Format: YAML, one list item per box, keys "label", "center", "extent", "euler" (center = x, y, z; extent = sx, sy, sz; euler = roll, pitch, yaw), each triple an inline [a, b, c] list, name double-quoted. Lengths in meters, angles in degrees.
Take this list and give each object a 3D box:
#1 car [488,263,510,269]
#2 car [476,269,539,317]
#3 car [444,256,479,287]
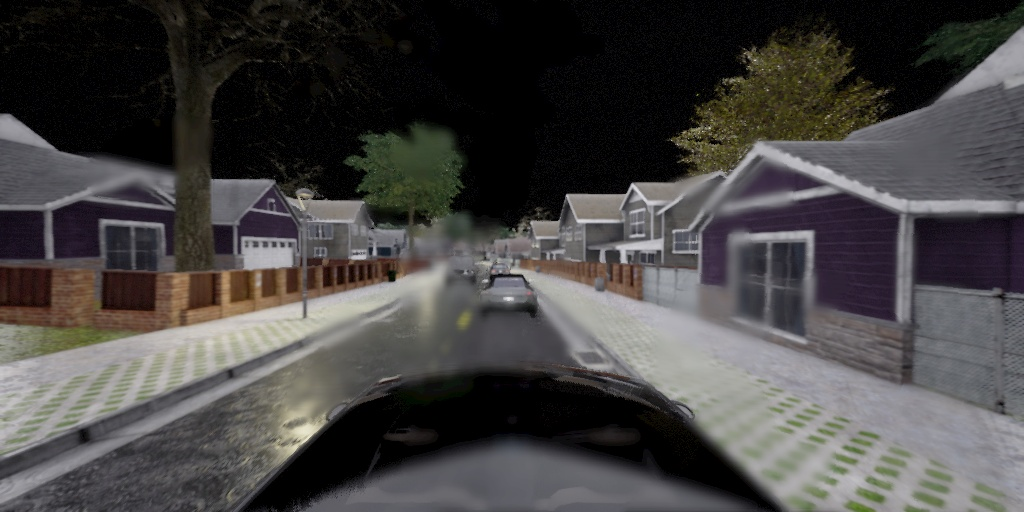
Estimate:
- label: "car"
  center: [-1.167, 1.391, 33.087]
  extent: [2.033, 1.411, 5.357]
  euler: [0, 0, -4]
- label: "car"
  center: [-0.126, 1.347, 13.430]
  extent: [1.994, 1.385, 4.181]
  euler: [0, 0, -1]
- label: "car"
  center: [-3.555, 1.051, 25.952]
  extent: [2.150, 2.045, 5.566]
  euler: [0, 0, -4]
